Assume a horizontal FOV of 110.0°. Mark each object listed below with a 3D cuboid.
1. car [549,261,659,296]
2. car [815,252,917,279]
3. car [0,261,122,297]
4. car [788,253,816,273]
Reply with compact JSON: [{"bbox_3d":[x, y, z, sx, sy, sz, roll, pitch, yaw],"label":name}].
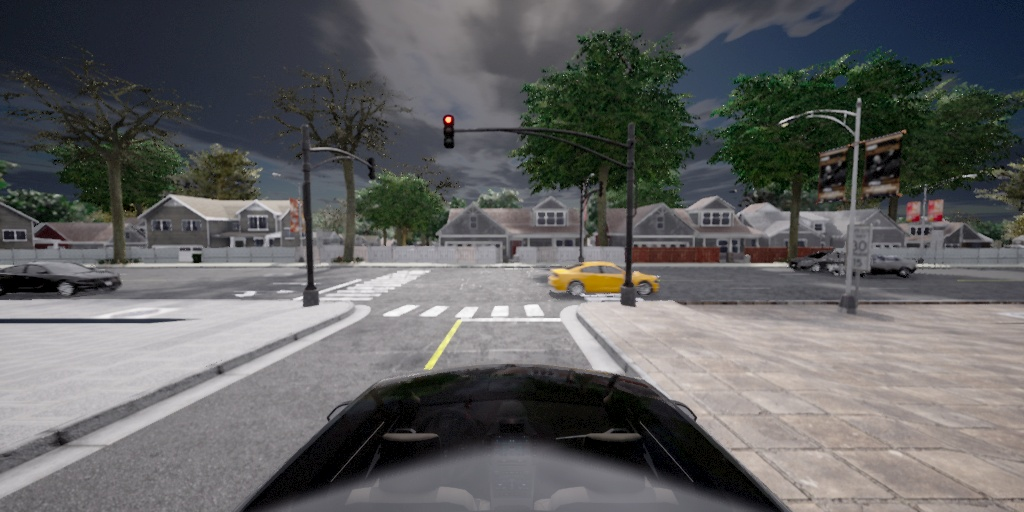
[{"bbox_3d":[4.258,1.023,16.818,5.008,1.535,1.882,0,3,0],"label":"car"},{"bbox_3d":[23.421,0.626,23.493,4.902,1.511,2.128,0,4,0],"label":"car"},{"bbox_3d":[-21.302,1.002,16.684,5.008,1.535,1.882,0,4,0],"label":"car"},{"bbox_3d":[23.433,0.437,26.738,4.892,1.490,1.837,0,4,0],"label":"car"}]
